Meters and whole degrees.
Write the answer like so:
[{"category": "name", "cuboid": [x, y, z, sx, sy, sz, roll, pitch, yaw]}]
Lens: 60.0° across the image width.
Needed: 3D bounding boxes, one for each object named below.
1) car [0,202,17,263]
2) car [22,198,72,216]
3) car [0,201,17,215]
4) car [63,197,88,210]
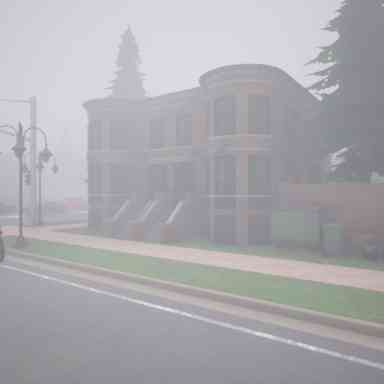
[{"category": "car", "cuboid": [-7.342, 1.219, 9.212, 5.566, 2.045, 2.150, 0, 0, 36]}, {"category": "car", "cuboid": [-14.612, 1.556, 33.081, 1.994, 1.385, 4.181, 0, 0, 34]}, {"category": "car", "cuboid": [-19.636, 1.593, 31.946, 1.895, 1.301, 4.718, 0, 0, 35]}, {"category": "car", "cuboid": [-14.640, 1.344, 39.319, 2.097, 1.767, 4.553, 0, 0, 33]}]
